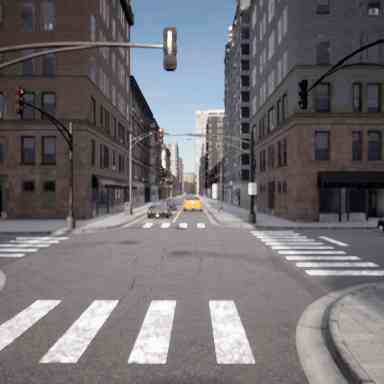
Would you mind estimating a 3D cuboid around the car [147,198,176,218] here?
[{"bbox_3d":[-2.843,1.534,30.016,2.033,1.411,5.357,0,0,0],"label":"car"}]

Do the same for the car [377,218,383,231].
[{"bbox_3d":[12.372,1.551,17.918,4.313,1.339,1.947,0,0,0],"label":"car"}]

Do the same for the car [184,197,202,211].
[{"bbox_3d":[0.110,1.342,40.746,2.097,1.767,4.553,0,0,0],"label":"car"}]

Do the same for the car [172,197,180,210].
[{"bbox_3d":[-2.836,1.495,40.404,1.837,1.490,4.892,0,0,0],"label":"car"}]
